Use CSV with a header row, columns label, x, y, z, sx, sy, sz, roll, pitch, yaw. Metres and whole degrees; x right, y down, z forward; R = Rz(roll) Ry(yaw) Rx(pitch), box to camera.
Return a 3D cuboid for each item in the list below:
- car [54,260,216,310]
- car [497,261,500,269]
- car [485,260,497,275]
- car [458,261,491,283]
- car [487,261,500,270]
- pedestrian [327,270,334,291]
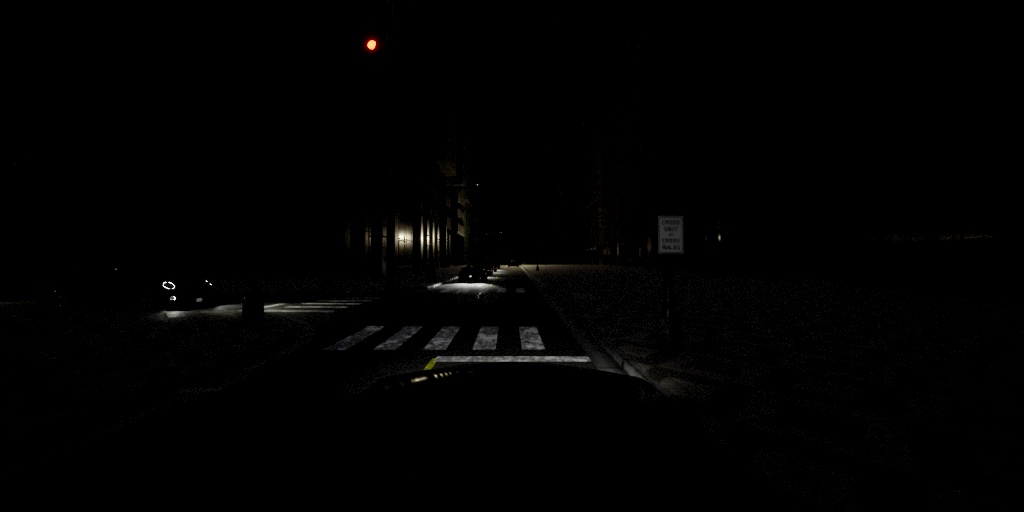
label,x,y,z,sx,sy,sz,roll,pitch,yaw
car,-13.812,1.042,13.342,4.553,1.767,2.097,0,-1,2
car,-2.973,1.321,47.594,1.837,1.490,4.892,0,0,0
car,-3.006,1.331,37.741,2.033,1.411,5.357,0,0,0
car,-3.022,1.327,28.420,1.994,1.385,4.181,0,0,1
car,-2.904,1.459,57.820,1.895,1.301,4.718,0,0,1
pedestrian,-9.962,0.974,19.605,0.375,1.860,0.375,0,-1,0
